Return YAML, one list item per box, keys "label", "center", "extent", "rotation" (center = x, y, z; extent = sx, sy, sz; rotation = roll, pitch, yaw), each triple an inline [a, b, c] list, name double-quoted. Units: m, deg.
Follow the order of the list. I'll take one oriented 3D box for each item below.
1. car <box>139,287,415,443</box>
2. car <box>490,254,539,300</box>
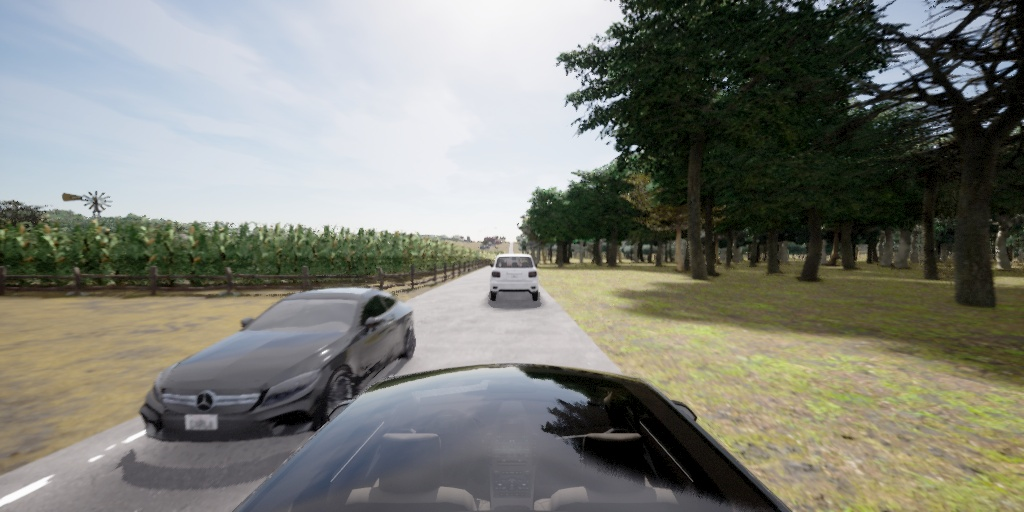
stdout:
- label: "car"
  center: [-2.850, 1.264, 5.618]
  extent: [1.812, 1.442, 4.674]
  rotation: [0, 0, 0]
- label: "car"
  center: [0.099, 0.934, 17.592]
  extent: [2.150, 2.045, 5.566]
  rotation: [0, 0, 0]
